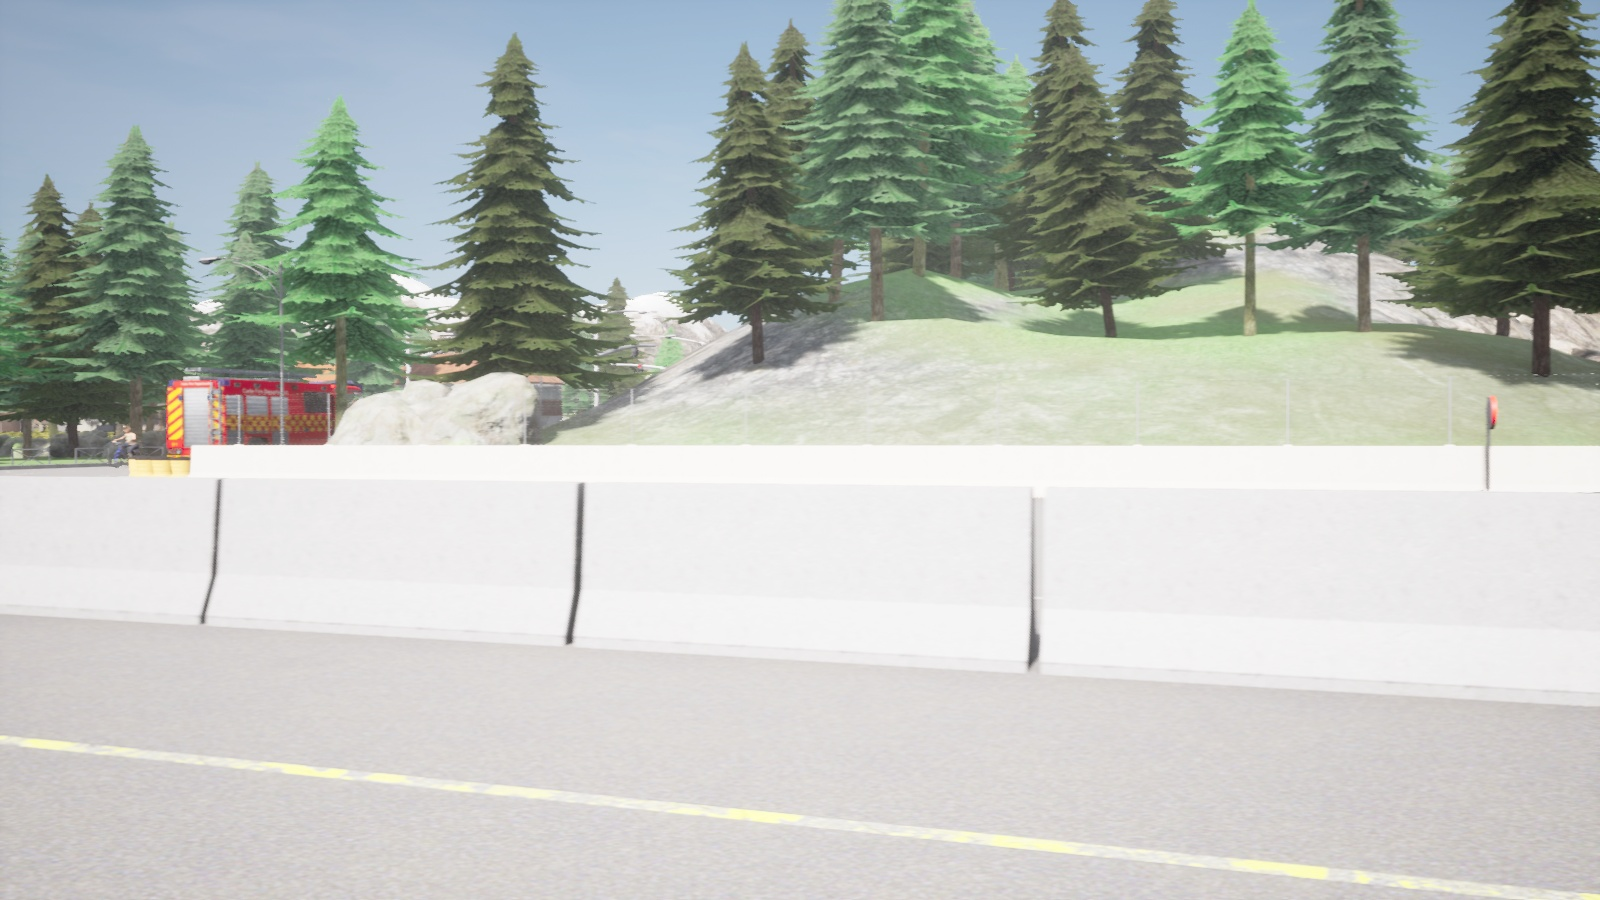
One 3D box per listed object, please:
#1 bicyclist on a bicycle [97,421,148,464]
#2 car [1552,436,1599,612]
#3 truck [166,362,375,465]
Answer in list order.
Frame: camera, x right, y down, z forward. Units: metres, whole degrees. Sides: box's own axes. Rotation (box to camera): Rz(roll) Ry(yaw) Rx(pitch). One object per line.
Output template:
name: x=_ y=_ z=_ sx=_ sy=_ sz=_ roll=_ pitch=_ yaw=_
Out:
bicyclist on a bicycle: x=-26.048 y=-0.304 z=48.300 sx=0.866 sy=1.612 sz=1.509 roll=1 pitch=1 yaw=19
car: x=9.065 y=0.659 z=11.220 sx=3.705 sy=1.549 sz=1.789 roll=1 pitch=1 yaw=19
truck: x=-21.316 y=-1.435 z=51.245 sx=2.891 sy=3.827 sz=8.468 roll=1 pitch=1 yaw=19
